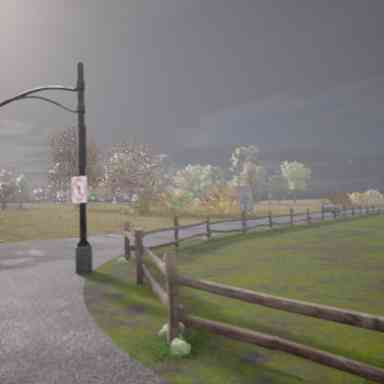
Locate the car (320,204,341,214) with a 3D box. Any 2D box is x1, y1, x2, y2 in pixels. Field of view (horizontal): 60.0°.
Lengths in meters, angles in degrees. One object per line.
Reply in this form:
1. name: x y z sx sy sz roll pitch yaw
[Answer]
1. car: 21.356 2.592 51.183 2.033 1.411 5.357 -2 -2 40
